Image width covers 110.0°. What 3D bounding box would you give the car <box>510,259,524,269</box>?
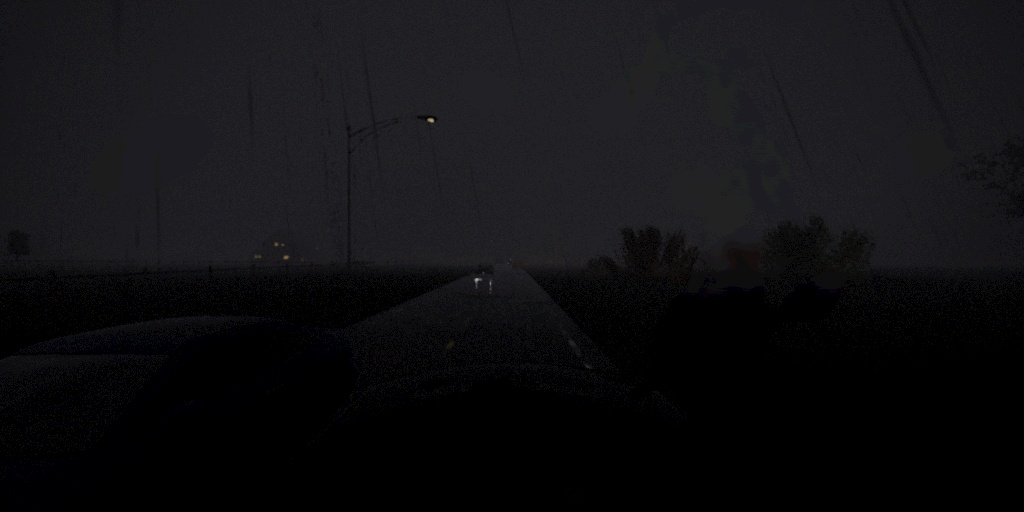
[{"bbox_3d":[0.965,1.373,60.679,1.882,1.535,5.008,0,0,0],"label":"car"}]

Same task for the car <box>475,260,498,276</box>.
[{"bbox_3d":[-2.841,1.396,37.854,1.895,1.301,4.718,0,0,0],"label":"car"}]

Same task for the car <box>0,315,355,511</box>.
[{"bbox_3d":[-2.835,1.276,2.692,1.812,1.442,4.674,0,0,0],"label":"car"}]
